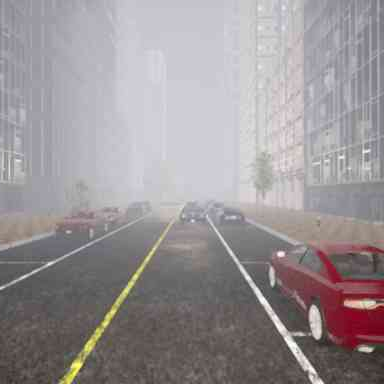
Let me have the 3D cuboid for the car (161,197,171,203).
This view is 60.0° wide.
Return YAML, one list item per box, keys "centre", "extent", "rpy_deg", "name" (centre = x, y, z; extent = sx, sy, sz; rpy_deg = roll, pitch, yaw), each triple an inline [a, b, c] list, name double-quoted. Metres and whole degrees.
- centre: [-5.804, 1.801, 74.579]
  extent: [2.008, 1.369, 4.403]
  rpy_deg: [0, 0, 0]
  name: "car"

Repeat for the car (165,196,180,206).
- centre: [-3.128, 1.757, 59.409]
  extent: [2.033, 1.411, 5.357]
  rpy_deg: [0, 0, 1]
  name: "car"

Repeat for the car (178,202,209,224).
- centre: [0.061, 1.700, 25.159]
  extent: [1.895, 1.301, 4.718]
  rpy_deg: [0, 0, 0]
  name: "car"

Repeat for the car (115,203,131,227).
- centre: [-5.725, 1.674, 23.345]
  extent: [1.802, 1.307, 4.206]
  rpy_deg: [0, 0, 0]
  name: "car"

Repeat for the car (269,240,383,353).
- centre: [2.682, 1.572, 6.274]
  extent: [1.887, 1.381, 4.507]
  rpy_deg: [0, 0, 0]
  name: "car"

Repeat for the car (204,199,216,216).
- centre: [2.638, 1.699, 34.735]
  extent: [1.947, 1.339, 4.313]
  rpy_deg: [0, 0, 0]
  name: "car"

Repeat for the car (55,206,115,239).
- centre: [-5.716, 1.616, 17.652]
  extent: [1.887, 1.381, 4.507]
  rpy_deg: [0, 0, 0]
  name: "car"

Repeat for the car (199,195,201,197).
- centre: [2.603, 1.645, 57.504]
  extent: [1.967, 1.590, 4.097]
  rpy_deg: [0, 0, 0]
  name: "car"

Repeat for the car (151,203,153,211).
- centre: [-5.752, 1.718, 40.422]
  extent: [1.947, 1.339, 4.313]
  rpy_deg: [0, 0, 0]
  name: "car"

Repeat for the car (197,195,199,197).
- centre: [2.569, 1.579, 80.273]
  extent: [2.192, 1.841, 5.009]
  rpy_deg: [0, 0, 0]
  name: "car"

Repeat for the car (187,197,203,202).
- centre: [0.035, 1.719, 41.422]
  extent: [1.994, 1.385, 4.181]
  rpy_deg: [0, 0, 0]
  name: "car"

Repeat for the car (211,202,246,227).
- centre: [2.656, 1.658, 23.350]
  extent: [1.947, 1.339, 4.313]
  rpy_deg: [0, 0, 0]
  name: "car"

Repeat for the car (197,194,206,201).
- centre: [2.551, 1.606, 91.658]
  extent: [2.192, 1.841, 5.009]
  rpy_deg: [0, 0, 0]
  name: "car"

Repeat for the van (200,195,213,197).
- centre: [2.612, 1.529, 51.813]
  extent: [1.690, 1.788, 3.998]
  rpy_deg: [0, 0, 0]
  name: "van"

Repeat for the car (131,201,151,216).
- centre: [-5.742, 1.677, 34.730]
  extent: [1.887, 1.381, 4.507]
  rpy_deg: [0, 0, 0]
  name: "car"

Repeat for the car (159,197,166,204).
- centre: [-5.795, 1.761, 68.715]
  extent: [1.752, 1.417, 4.829]
  rpy_deg: [0, 0, 0]
  name: "car"

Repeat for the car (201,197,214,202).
- centre: [2.621, 1.736, 46.119]
  extent: [1.947, 1.339, 4.313]
  rpy_deg: [0, 0, 0]
  name: "car"
